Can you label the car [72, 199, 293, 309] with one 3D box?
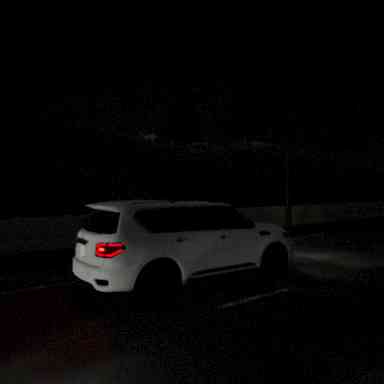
[{"bbox_3d":[0.033,1.192,8.071,5.566,2.045,2.150,0,0,-35],"label":"car"}]
